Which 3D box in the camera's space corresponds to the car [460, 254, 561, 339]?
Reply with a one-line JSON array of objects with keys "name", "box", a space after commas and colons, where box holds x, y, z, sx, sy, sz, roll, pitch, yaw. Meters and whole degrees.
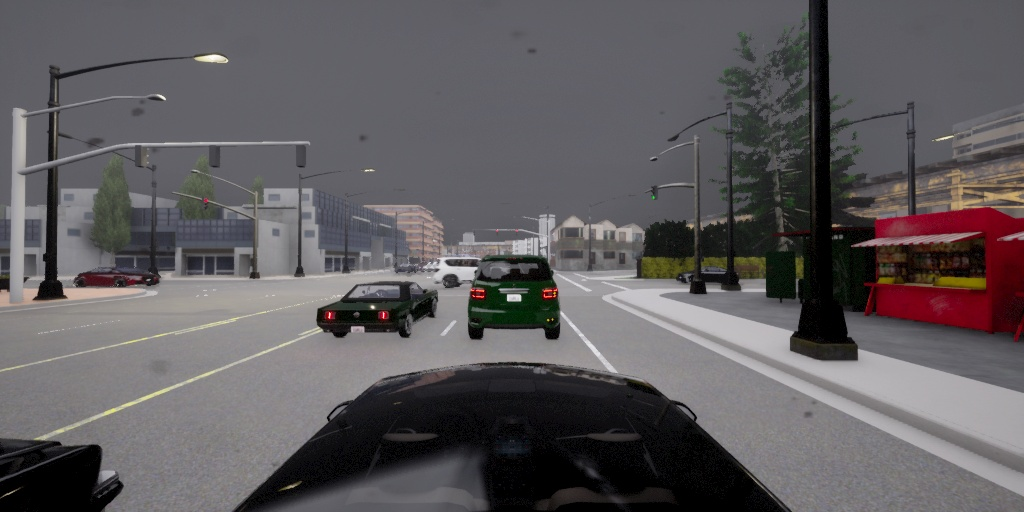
[{"name": "car", "box": [0.060, 0.986, 10.241, 2.150, 2.045, 5.566, 0, 0, 0]}]

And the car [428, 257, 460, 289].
[{"name": "car", "box": [-2.312, 1.078, 23.551, 5.566, 2.045, 2.150, 0, -1, 0]}]

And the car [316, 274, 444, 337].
[{"name": "car", "box": [-3.437, 1.368, 10.257, 1.895, 1.301, 4.718, 0, 0, 0]}]

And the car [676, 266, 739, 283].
[{"name": "car", "box": [14.746, 1.449, 27.128, 4.181, 1.385, 1.994, 0, -1, 0]}]

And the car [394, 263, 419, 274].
[{"name": "car", "box": [-14.139, 1.671, 48.259, 2.033, 1.411, 5.357, 0, -1, 0]}]

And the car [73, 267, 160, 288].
[{"name": "car", "box": [-26.042, 1.402, 23.732, 4.181, 1.385, 1.994, 0, -1, 0]}]

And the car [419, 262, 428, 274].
[{"name": "car", "box": [-10.629, 1.644, 47.886, 1.812, 1.442, 4.674, 0, 0, 0]}]
